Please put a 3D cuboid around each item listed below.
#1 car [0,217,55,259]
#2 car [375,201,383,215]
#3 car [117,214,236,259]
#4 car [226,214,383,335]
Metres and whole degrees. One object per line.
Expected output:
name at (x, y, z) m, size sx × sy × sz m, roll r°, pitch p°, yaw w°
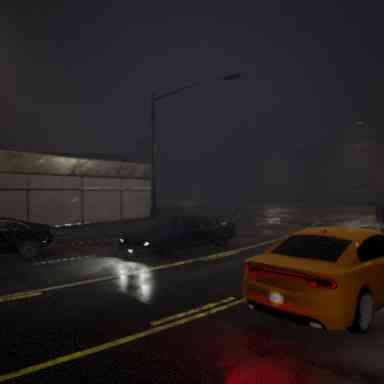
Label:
car at (-7.450, 1.660, 11.670) m, size 4.902 × 1.511 × 2.128 m, roll -1°, pitch 0°, yaw -39°
car at (14.665, 1.230, 24.023) m, size 2.097 × 1.767 × 4.553 m, roll -1°, pitch 0°, yaw 22°
car at (-0.293, 1.613, 13.328) m, size 2.033 × 1.411 × 5.357 m, roll -1°, pitch 0°, yaw 43°
car at (3.125, 1.463, 6.846) m, size 5.008 × 1.535 × 1.882 m, roll -1°, pitch 0°, yaw -43°
